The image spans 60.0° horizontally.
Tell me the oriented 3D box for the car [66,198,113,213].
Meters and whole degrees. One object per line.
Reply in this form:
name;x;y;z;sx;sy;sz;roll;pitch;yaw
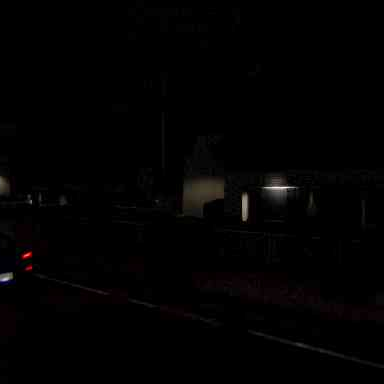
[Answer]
car;-11.792;1.522;38.634;2.128;1.511;4.902;0;0;36

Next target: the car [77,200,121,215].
car;-9.841;1.591;35.344;1.994;1.385;4.181;0;0;35

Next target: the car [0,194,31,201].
car;-17.570;1.252;30.558;2.150;2.045;5.566;0;0;36

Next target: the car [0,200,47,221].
car;-14.945;1.628;28.179;1.895;1.301;4.718;0;0;35

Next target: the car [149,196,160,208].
car;-4.280;1.382;49.153;2.097;1.767;4.553;0;0;37

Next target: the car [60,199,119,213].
car;-8.082;1.525;25.620;1.837;1.490;4.892;0;0;37

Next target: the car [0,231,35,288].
car;-5.597;1.535;7.963;4.674;1.442;1.812;0;0;35

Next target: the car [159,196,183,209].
car;-1.932;1.529;46.427;1.837;1.490;4.892;0;1;36
